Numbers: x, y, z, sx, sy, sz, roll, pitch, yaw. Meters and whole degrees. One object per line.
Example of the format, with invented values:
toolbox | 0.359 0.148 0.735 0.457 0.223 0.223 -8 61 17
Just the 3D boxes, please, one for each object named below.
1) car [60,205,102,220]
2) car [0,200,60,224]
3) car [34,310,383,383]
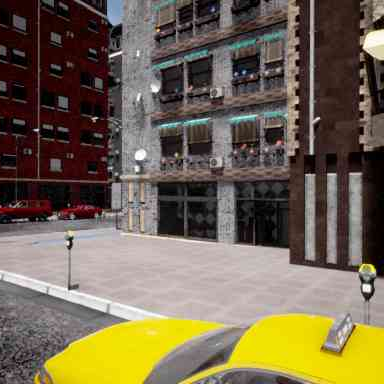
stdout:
car | -10.840 1.923 32.274 1.887 1.381 4.507 -1 -2 35
car | -14.136 1.591 27.635 2.192 1.841 5.009 -1 -2 35
car | 0.754 1.525 2.338 4.829 1.417 1.752 0 0 36
